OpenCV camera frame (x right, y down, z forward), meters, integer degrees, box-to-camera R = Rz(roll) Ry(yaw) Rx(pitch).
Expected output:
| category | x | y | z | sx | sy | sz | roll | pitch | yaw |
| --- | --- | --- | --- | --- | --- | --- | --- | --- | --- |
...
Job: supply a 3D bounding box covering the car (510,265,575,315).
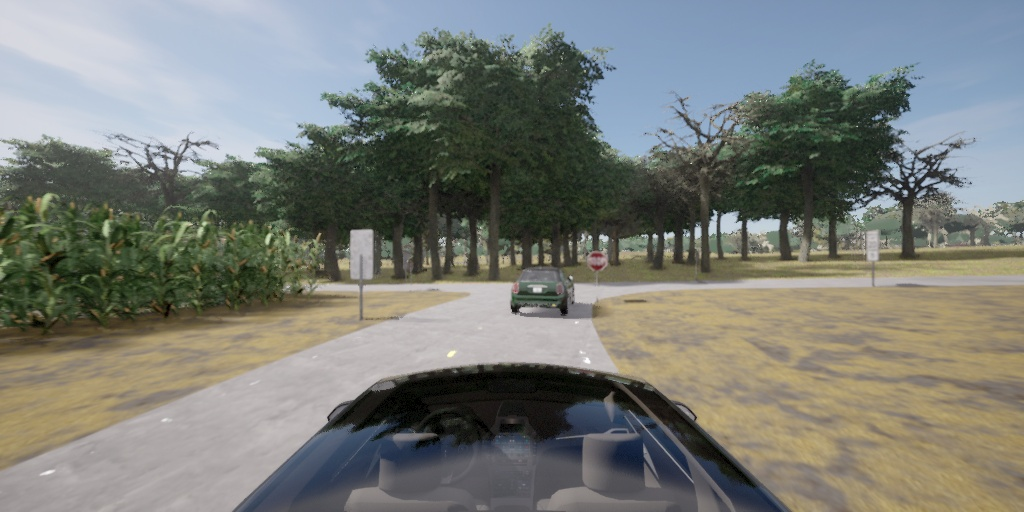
| category | x | y | z | sx | sy | sz | roll | pitch | yaw |
| --- | --- | --- | --- | --- | --- | --- | --- | --- | --- |
| car | 1.381 | 1.226 | 14.616 | 2.097 | 1.767 | 4.553 | 0 | -1 | 14 |
